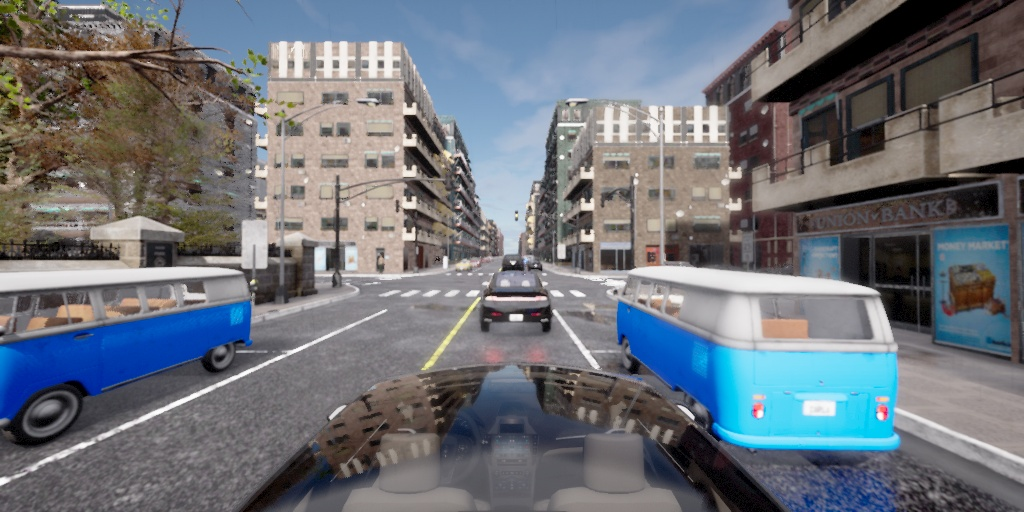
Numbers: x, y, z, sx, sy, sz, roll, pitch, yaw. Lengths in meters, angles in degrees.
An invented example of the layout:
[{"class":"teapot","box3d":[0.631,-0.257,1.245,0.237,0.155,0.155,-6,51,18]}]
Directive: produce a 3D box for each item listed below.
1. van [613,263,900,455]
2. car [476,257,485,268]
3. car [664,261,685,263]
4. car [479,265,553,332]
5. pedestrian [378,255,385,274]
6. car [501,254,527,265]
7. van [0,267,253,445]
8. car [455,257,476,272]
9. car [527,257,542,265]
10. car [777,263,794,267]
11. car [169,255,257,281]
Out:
[{"class":"van","box3d":[2.658,1.075,4.964,1.690,1.789,3.998,0,0,0]},{"class":"car","box3d":[-5.687,0.944,54.196,1.967,1.591,4.097,0,0,0]},{"class":"car","box3d":[13.639,1.209,31.077,4.097,1.591,1.967,0,0,1]},{"class":"car","box3d":[0.100,1.199,10.690,2.128,1.511,4.902,0,0,0]},{"class":"pedestrian","box3d":[-12.537,0.803,34.348,0.375,1.860,0.375,0,-1,1]},{"class":"car","box3d":[0.102,0.806,36.721,2.150,2.045,5.566,0,0,0]},{"class":"van","box3d":[-5.656,1.075,4.967,1.690,1.789,3.998,0,0,0]},{"class":"car","box3d":[-5.687,1.082,42.741,1.751,1.417,4.829,0,0,0]},{"class":"car","box3d":[2.694,1.122,42.911,1.948,1.339,4.313,0,0,0]},{"class":"car","box3d":[22.217,1.262,28.396,5.008,1.535,1.882,0,-1,1]},{"class":"car","box3d":[-21.344,0.853,25.714,4.553,1.767,2.097,0,-1,1]}]
